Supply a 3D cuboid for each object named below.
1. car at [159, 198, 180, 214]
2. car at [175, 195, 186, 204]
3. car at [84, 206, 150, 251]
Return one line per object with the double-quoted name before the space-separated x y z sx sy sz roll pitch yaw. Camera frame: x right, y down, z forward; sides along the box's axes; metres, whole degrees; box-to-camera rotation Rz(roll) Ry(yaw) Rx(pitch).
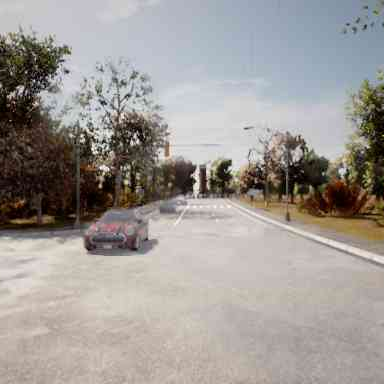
"car" -2.799 1.814 39.699 1.837 1.490 4.892 0 1 1
"car" -2.160 1.363 64.197 1.812 1.442 4.674 0 1 2
"car" -3.234 1.566 15.095 2.097 1.767 4.553 0 -1 1
